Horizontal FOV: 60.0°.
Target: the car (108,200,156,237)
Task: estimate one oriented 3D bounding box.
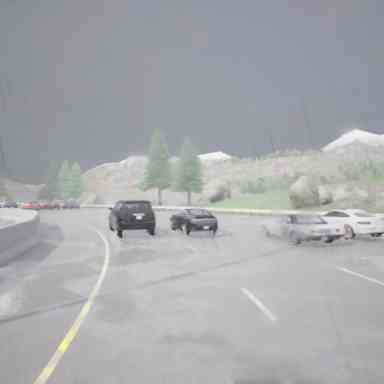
[{"bbox_3d":[-3.761,1.500,20.383,2.150,2.045,5.566,0,-1,-20],"label":"car"}]

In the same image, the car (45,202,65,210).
[{"bbox_3d":[-25.015,2.512,59.282,1.812,1.442,4.674,0,-1,-44],"label":"car"}]

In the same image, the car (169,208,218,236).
[{"bbox_3d":[-0.007,1.715,20.030,2.128,1.511,4.902,0,-1,-18],"label":"car"}]

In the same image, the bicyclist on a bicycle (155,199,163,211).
[{"bbox_3d":[-4.942,1.961,51.077,0.582,1.620,1.656,0,-21,46],"label":"bicyclist on a bicycle"}]

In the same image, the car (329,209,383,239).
[{"bbox_3d":[8.129,1.616,17.805,1.812,1.442,4.674,0,-1,-16],"label":"car"}]

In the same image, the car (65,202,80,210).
[{"bbox_3d":[-22.513,2.549,61.729,1.994,1.385,4.181,0,-1,-44],"label":"car"}]

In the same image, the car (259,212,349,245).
[{"bbox_3d":[5.028,1.714,16.177,1.895,1.301,4.718,-1,-1,-15],"label":"car"}]

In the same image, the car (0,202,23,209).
[{"bbox_3d":[-29.999,2.345,54.366,2.097,1.767,4.553,0,-1,-44],"label":"car"}]

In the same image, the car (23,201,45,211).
[{"bbox_3d":[-27.498,2.340,56.814,2.097,1.767,4.553,0,-1,-44],"label":"car"}]
